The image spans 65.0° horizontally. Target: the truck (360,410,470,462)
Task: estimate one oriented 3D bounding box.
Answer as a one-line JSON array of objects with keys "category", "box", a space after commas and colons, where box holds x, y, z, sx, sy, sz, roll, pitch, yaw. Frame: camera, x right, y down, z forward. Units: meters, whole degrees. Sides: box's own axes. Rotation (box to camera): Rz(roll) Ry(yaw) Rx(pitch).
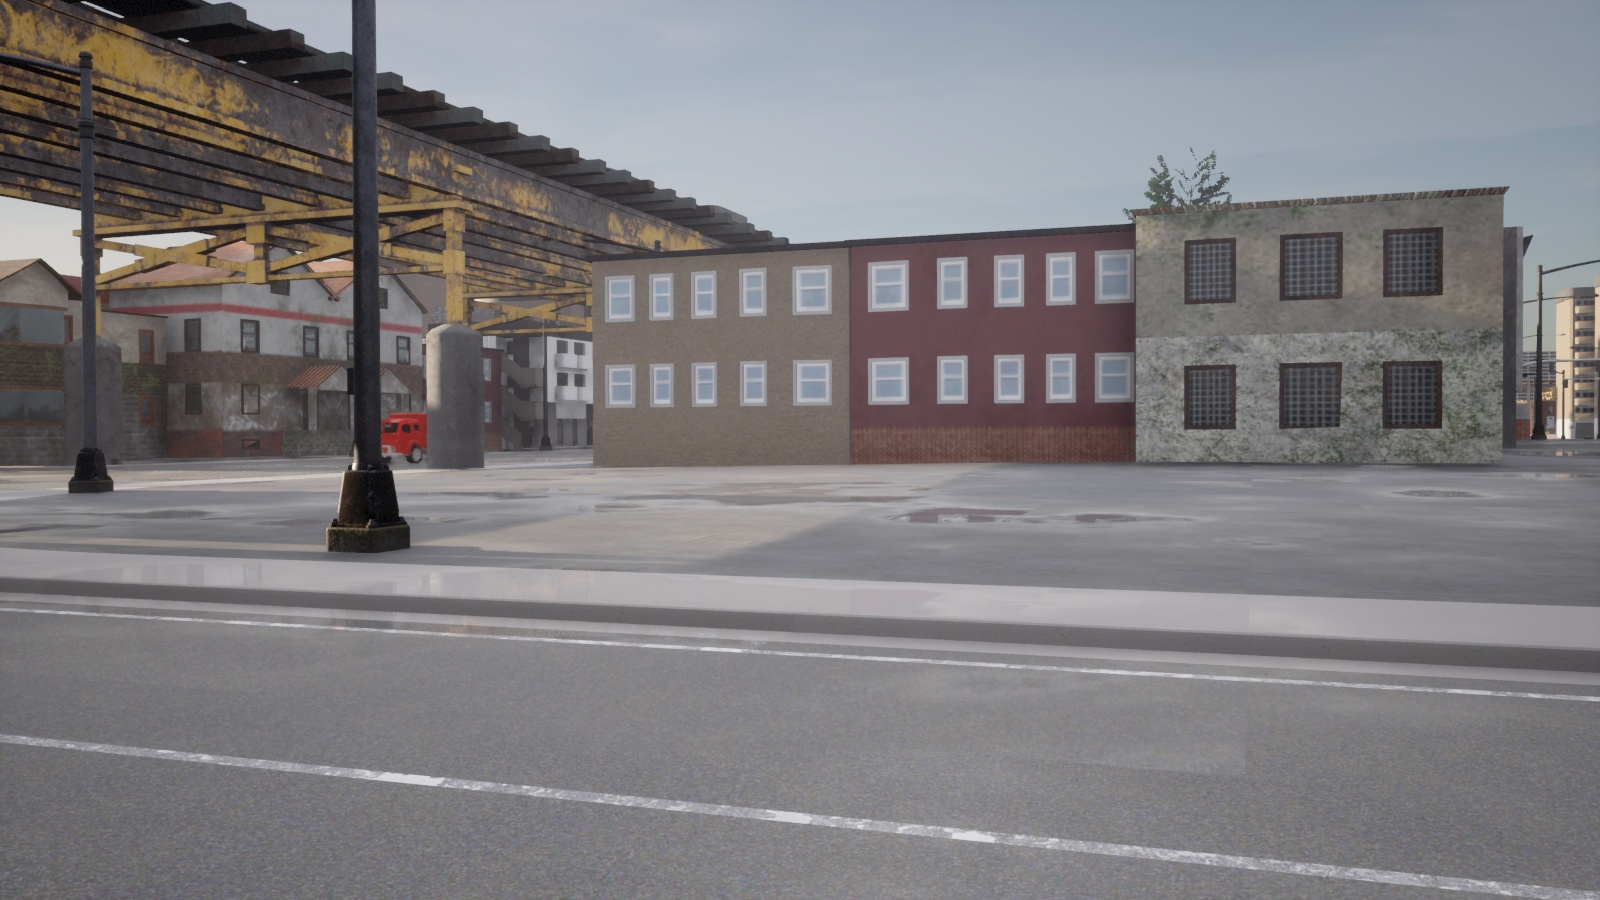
[{"category": "truck", "box": [-19.013, -0.729, 62.312, 2.627, 2.467, 5.204, 1, 1, 20]}]
